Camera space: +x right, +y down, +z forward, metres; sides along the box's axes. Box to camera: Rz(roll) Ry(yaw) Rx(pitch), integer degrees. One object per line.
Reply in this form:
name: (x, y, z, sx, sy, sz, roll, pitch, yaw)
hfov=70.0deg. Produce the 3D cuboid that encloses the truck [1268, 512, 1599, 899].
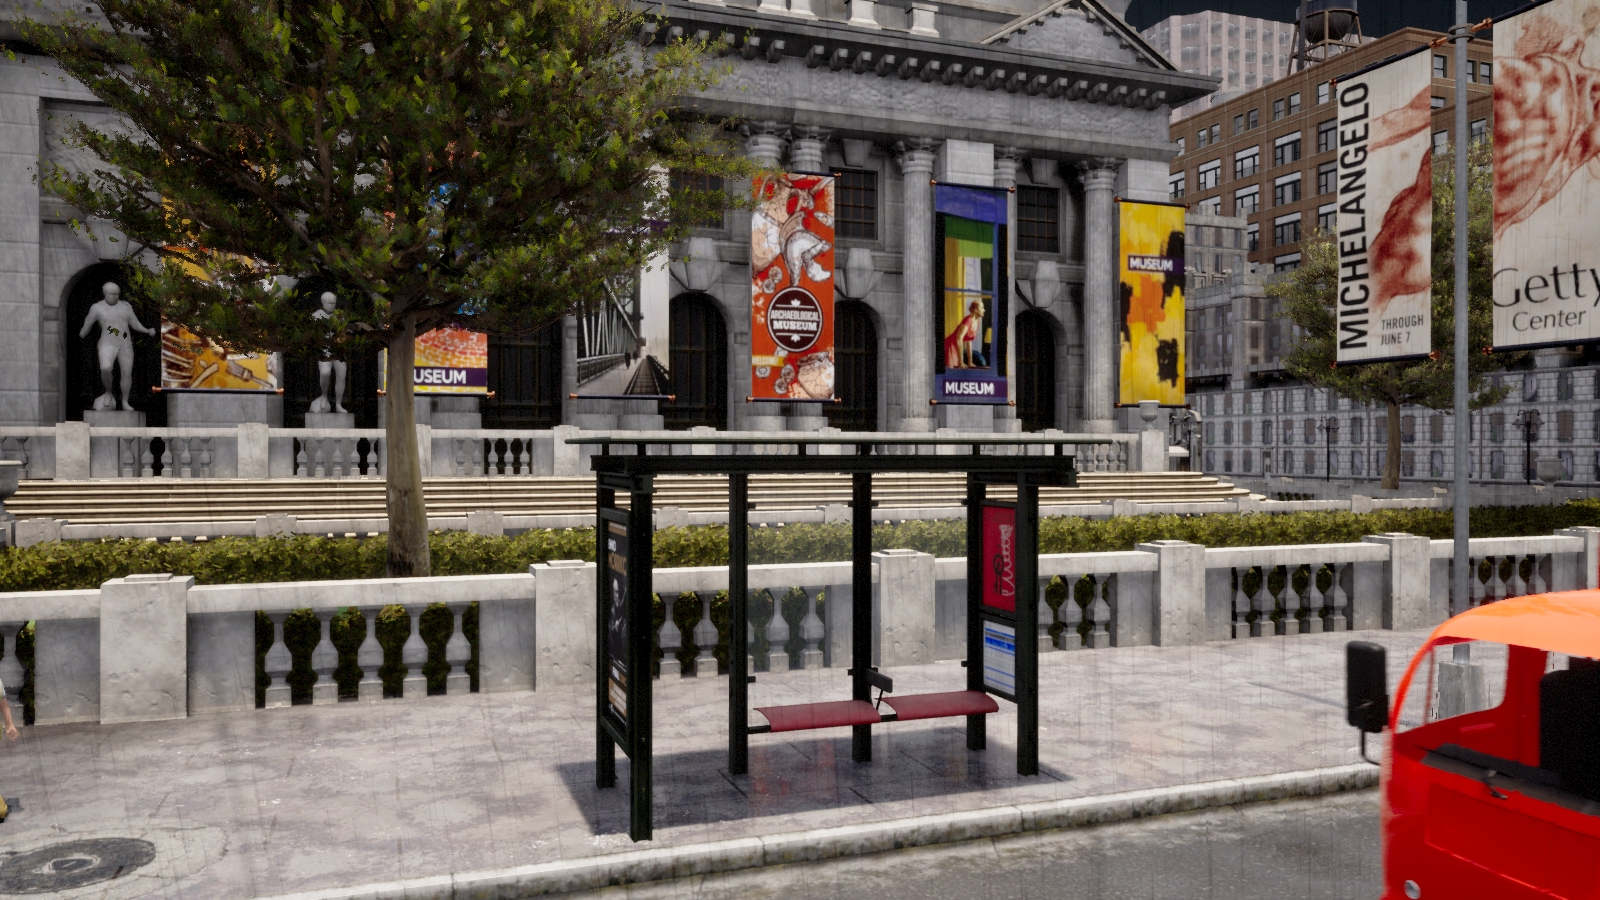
truck: (5.142, 1.571, 5.115, 5.204, 2.467, 2.627, 0, 0, -19)

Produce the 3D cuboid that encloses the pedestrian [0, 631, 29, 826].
pedestrian: (-5.769, 1.975, 8.128, 0.375, 1.300, 0.375, 0, 0, -15)
